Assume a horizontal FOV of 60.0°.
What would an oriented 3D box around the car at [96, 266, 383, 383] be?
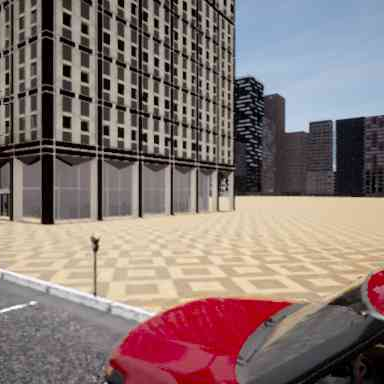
[{"bbox_3d":[1.629,1.318,1.719,5.009,1.841,2.192,0,0,35],"label":"car"}]
